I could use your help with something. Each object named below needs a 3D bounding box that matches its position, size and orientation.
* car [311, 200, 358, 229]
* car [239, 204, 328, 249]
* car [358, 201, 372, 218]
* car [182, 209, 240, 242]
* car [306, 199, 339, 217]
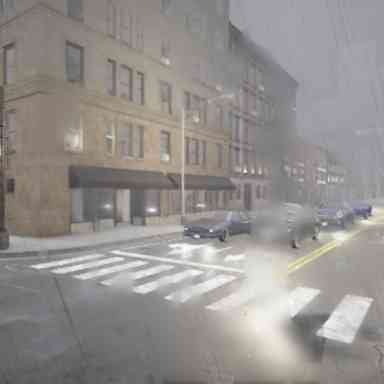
[{"bbox_3d":[9.437,1.395,22.312,2.097,1.767,4.553,0,0,35],"label":"car"},{"bbox_3d":[4.296,1.518,14.910,2.128,1.511,4.902,0,0,35],"label":"car"},{"bbox_3d":[15.376,1.542,30.845,1.882,1.535,5.008,0,0,35],"label":"car"},{"bbox_3d":[1.718,1.576,16.896,2.033,1.411,5.357,0,0,35],"label":"car"},{"bbox_3d":[13.169,1.545,33.363,1.882,1.535,5.008,0,0,35],"label":"car"}]
